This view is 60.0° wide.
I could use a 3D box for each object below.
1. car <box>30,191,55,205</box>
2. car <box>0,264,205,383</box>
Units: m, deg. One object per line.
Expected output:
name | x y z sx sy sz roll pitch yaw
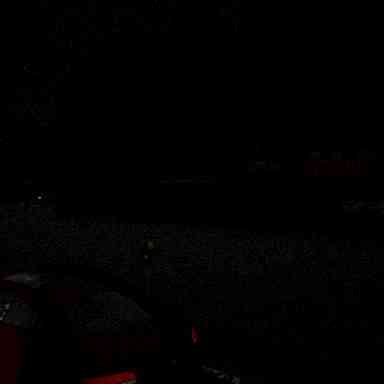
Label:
car | -18.495 0.711 43.214 2.097 1.767 4.553 1 2 35
car | -1.810 1.581 4.093 4.206 1.307 1.802 0 1 36
